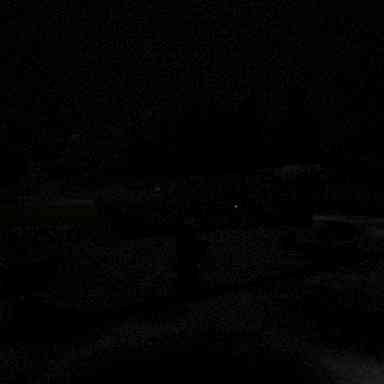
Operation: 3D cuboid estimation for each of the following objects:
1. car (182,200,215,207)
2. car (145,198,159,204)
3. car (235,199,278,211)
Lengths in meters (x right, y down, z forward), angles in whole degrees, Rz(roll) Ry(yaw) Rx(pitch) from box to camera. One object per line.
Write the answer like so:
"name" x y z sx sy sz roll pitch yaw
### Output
"car" 0.757 1.608 41.951 1.895 1.301 4.718 0 0 -35
"car" -5.976 1.607 51.471 1.895 1.301 4.718 0 0 -35
"car" 6.518 1.513 33.840 1.837 1.490 4.892 0 0 -35
